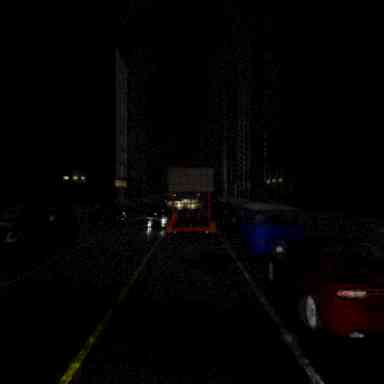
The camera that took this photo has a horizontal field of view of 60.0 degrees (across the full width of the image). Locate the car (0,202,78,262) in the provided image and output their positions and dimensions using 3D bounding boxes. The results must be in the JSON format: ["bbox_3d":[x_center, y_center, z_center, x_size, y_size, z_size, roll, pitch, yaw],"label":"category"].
[{"bbox_3d":[-5.795,1.309,12.193,2.192,1.841,5.009,0,0,0],"label":"car"}]

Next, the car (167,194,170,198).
[{"bbox_3d":[-5.936,1.312,62.678,2.192,1.841,5.009,0,0,0],"label":"car"}]

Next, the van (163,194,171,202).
[{"bbox_3d":[-5.983,1.344,79.507,1.690,1.788,3.998,0,0,0],"label":"van"}]

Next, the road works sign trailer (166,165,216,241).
[{"bbox_3d":[-0.046,0.457,16.557,2.380,3.560,2.880,0,0,0],"label":"road works sign trailer"}]

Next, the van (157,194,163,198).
[{"bbox_3d":[-5.905,1.334,51.459,1.690,1.788,3.998,0,0,0],"label":"van"}]

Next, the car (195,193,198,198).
[{"bbox_3d":[2.542,1.319,79.541,2.192,1.841,5.009,0,0,0],"label":"car"}]

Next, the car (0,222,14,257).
[{"bbox_3d":[-5.780,1.547,6.584,2.008,1.369,4.403,0,0,0],"label":"car"}]

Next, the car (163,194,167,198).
[{"bbox_3d":[-5.920,1.435,57.069,1.967,1.590,4.097,0,0,0],"label":"car"}]

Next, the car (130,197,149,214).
[{"bbox_3d":[-5.858,1.541,34.631,2.008,1.369,4.403,0,0,0],"label":"car"}]

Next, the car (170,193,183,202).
[{"bbox_3d":[-3.201,1.470,72.295,2.033,1.411,5.357,0,0,0],"label":"car"}]

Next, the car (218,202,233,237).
[{"bbox_3d":[2.714,1.433,17.841,1.967,1.590,4.097,0,0,0],"label":"car"}]

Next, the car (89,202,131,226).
[{"bbox_3d":[-5.827,1.556,23.412,1.947,1.339,4.313,0,0,0],"label":"car"}]

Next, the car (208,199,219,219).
[{"bbox_3d":[2.683,1.557,29.058,1.947,1.339,4.313,0,0,0],"label":"car"}]

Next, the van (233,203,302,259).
[{"bbox_3d":[2.730,1.336,12.231,1.690,1.788,3.998,0,0,0],"label":"van"}]

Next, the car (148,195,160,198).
[{"bbox_3d":[-5.889,1.517,45.680,1.752,1.417,4.829,0,0,0],"label":"car"}]

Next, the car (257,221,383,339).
[{"bbox_3d":[2.745,1.542,6.623,1.887,1.381,4.507,0,0,0],"label":"car"}]

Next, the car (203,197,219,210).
[{"bbox_3d":[2.651,1.574,40.277,1.802,1.307,4.206,0,0,0],"label":"car"}]

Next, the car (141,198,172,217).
[{"bbox_3d":[-3.188,1.538,31.627,2.033,1.411,5.357,0,0,0],"label":"car"}]

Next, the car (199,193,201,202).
[{"bbox_3d":[2.620,1.309,51.495,2.192,1.841,5.009,0,0,0],"label":"car"}]

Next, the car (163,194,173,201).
[{"bbox_3d":[-5.998,1.321,85.116,2.192,1.841,5.009,0,0,0],"label":"car"}]

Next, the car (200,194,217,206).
[{"bbox_3d":[2.636,1.308,45.886,2.192,1.841,5.009,0,0,0],"label":"car"}]
